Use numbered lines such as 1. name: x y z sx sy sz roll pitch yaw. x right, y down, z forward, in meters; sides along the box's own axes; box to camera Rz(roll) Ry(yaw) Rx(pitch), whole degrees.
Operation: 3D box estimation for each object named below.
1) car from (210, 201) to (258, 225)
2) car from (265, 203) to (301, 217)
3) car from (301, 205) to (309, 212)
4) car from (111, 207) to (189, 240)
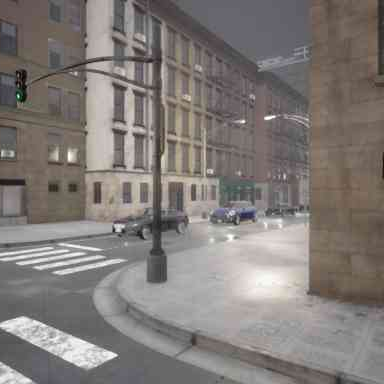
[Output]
1. car: 3.254 1.476 25.306 2.097 1.767 4.553 0 0 36
2. car: 8.976 1.777 33.316 1.895 1.301 4.718 0 0 35
3. car: 14.890 1.832 41.566 1.895 1.301 4.718 0 0 36
4. car: -2.086 1.568 17.788 2.128 1.511 4.902 0 0 35
